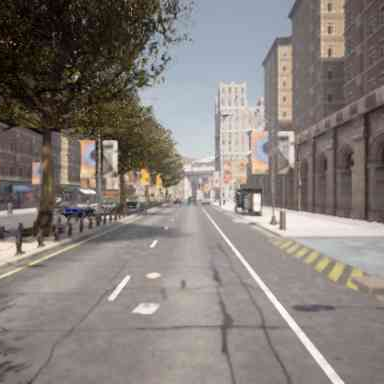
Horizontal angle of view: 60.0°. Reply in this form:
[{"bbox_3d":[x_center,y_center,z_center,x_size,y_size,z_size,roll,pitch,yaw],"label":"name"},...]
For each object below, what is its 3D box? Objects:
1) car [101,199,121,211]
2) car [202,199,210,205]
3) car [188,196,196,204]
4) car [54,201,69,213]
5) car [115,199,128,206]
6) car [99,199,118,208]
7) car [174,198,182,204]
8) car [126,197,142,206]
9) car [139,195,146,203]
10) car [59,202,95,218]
[{"bbox_3d":[-11.558,1.790,48.043,2.097,1.767,4.553,0,0,0],"label":"car"},{"bbox_3d":[3.266,2.281,77.816,1.895,1.301,4.718,0,-1,0],"label":"car"},{"bbox_3d":[0.018,1.979,85.055,2.150,2.045,5.566,0,-1,0],"label":"car"},{"bbox_3d":[-15.085,1.869,39.110,1.837,1.490,4.892,0,-1,0],"label":"car"},{"bbox_3d":[-14.985,2.196,70.989,1.994,1.385,4.181,0,-1,0],"label":"car"},{"bbox_3d":[-14.994,2.040,59.923,2.128,1.511,4.902,0,-1,0],"label":"car"},{"bbox_3d":[-3.481,2.280,84.849,1.812,1.442,4.674,0,-1,0],"label":"car"},{"bbox_3d":[-11.486,2.180,63.982,1.895,1.301,4.718,0,0,0],"label":"car"},{"bbox_3d":[-11.484,1.616,78.451,2.150,2.045,5.566,0,-1,0],"label":"car"},{"bbox_3d":[-11.592,1.917,34.214,1.895,1.301,4.718,0,-1,0],"label":"car"}]
